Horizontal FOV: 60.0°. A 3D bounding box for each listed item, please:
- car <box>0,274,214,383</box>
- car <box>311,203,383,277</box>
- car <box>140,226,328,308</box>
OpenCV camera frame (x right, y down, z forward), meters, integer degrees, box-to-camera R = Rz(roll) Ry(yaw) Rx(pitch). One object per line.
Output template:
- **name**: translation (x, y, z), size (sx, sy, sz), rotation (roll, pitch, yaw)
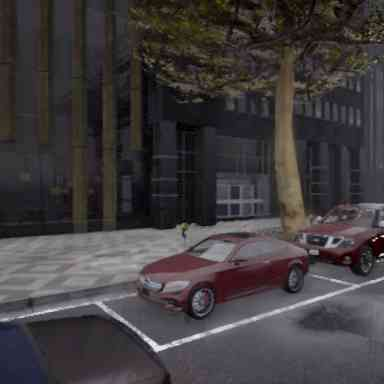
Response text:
- **car**: translation (-2.572, 1.547, 1.546), size (5.357, 1.411, 2.033), rotation (0, 0, -35)
- **car**: translation (5.356, 1.304, 10.457), size (5.009, 1.841, 2.192), rotation (0, 0, -35)
- **car**: translation (0.865, 1.575, 7.261), size (4.206, 1.307, 1.802), rotation (0, 0, -35)
